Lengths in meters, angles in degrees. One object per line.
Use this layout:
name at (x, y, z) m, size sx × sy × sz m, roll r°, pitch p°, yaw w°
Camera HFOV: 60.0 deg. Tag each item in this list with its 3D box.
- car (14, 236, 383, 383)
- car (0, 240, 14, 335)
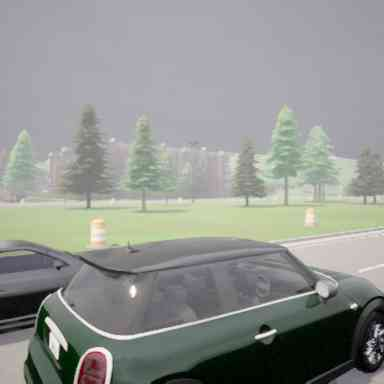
car at (0.531, 1.349, 4.126) m, size 4.553 × 1.767 × 2.097 m, roll 0°, pitch 0°, yaw -36°
car at (-3.015, 1.563, 5.894) m, size 4.181 × 1.385 × 1.994 m, roll 0°, pitch 0°, yaw -36°
